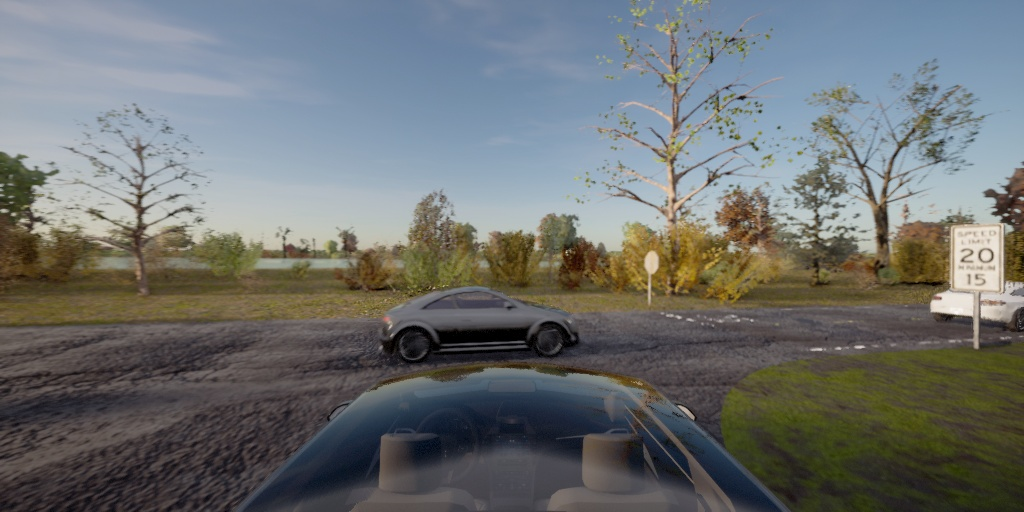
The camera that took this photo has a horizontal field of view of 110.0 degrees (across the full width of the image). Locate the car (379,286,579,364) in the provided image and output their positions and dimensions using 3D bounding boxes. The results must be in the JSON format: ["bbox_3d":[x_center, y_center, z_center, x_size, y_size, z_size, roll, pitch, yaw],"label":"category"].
[{"bbox_3d":[-0.680,1.360,7.875,4.181,1.385,1.994,1,-1,-14],"label":"car"}]

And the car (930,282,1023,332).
[{"bbox_3d":[16.483,1.593,12.031,4.674,1.442,1.812,1,0,-14],"label":"car"}]
